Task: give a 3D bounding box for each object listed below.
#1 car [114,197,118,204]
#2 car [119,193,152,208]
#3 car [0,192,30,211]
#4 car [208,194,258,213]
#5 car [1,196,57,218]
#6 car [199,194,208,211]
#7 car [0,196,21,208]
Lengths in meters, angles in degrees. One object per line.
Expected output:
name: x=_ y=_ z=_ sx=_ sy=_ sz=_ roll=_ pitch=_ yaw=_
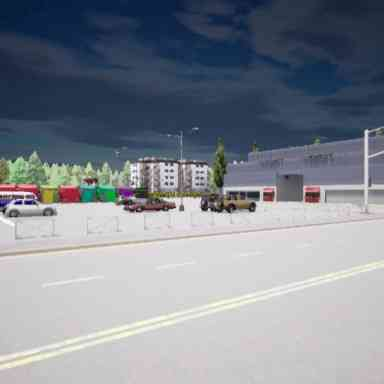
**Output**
car: x=-10.411 y=1.348 z=53.513 sx=3.806 sy=1.475 sz=1.970 roll=0 pitch=0 yaw=-35
car: x=-8.747 y=1.109 z=51.143 sx=3.866 sy=1.878 sz=1.905 roll=0 pitch=0 yaw=-35
car: x=-23.035 y=1.104 z=41.003 sx=4.605 sy=1.855 sz=1.932 roll=0 pitch=0 yaw=-35
car: x=4.250 y=1.109 z=32.755 sx=4.605 sy=1.855 sz=1.932 roll=0 pitch=0 yaw=-35
car: x=-13.198 y=1.348 z=27.264 sx=3.806 sy=1.475 sz=1.970 roll=0 pitch=0 yaw=-35
car: x=2.622 y=1.111 z=35.148 sx=3.866 sy=1.878 sz=1.905 roll=0 pitch=0 yaw=-35
car: x=-24.656 y=1.314 z=43.404 sx=3.905 sy=1.438 sz=1.784 roll=0 pitch=0 yaw=-35
